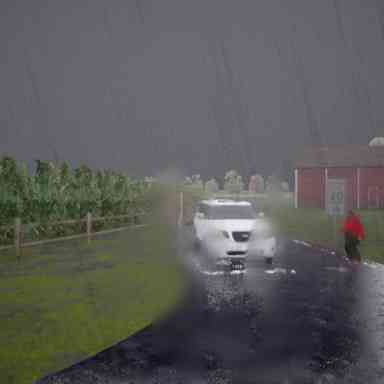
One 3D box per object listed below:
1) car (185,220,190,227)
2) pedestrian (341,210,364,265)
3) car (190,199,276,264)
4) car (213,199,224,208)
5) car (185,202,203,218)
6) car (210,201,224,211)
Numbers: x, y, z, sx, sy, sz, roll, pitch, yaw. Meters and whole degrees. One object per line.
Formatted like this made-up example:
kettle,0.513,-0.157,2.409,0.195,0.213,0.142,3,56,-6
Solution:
car,0.449,1.744,24.796,1.837,1.490,4.892,0,-1,-3
pedestrian,5.094,1.401,10.572,0.375,1.860,0.375,-1,0,-7
car,1.342,1.328,12.565,2.150,2.045,5.566,0,0,-5
car,4.831,2.080,60.005,1.882,1.535,5.008,0,0,7
car,0.229,1.853,35.585,1.837,1.490,4.892,0,-1,0
car,3.804,2.074,50.027,1.994,1.385,4.181,0,-1,4
